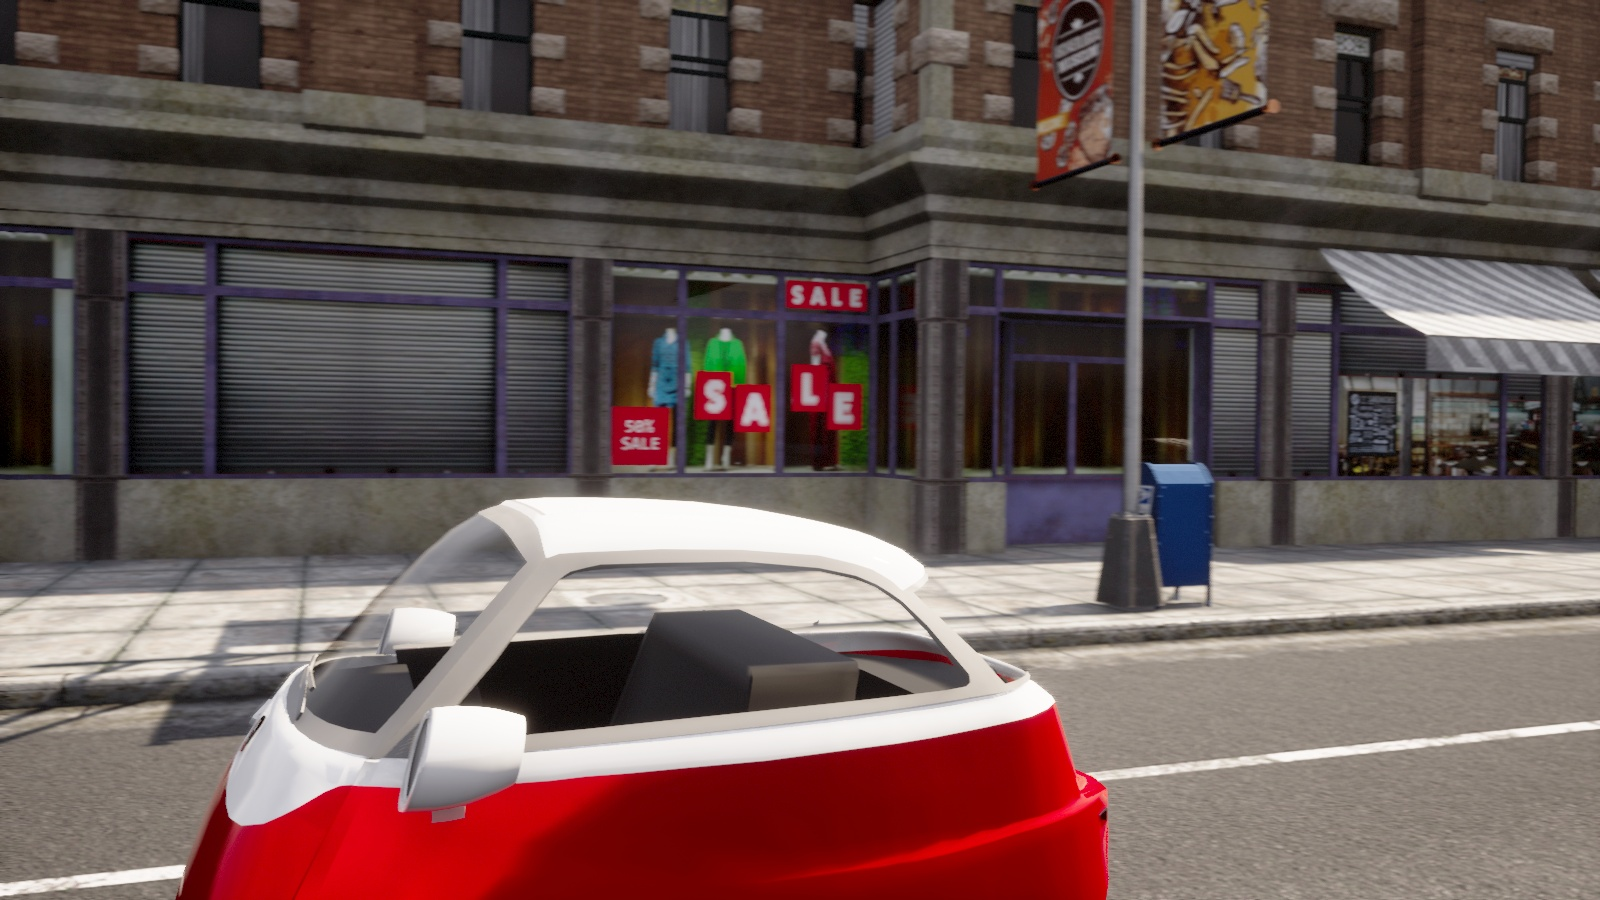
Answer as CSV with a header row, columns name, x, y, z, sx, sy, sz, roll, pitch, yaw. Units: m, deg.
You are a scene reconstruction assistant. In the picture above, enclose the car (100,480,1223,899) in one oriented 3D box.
name,x,y,z,sx,sy,sz,roll,pitch,yaw
car,-0.350,0.806,3.107,2.207,1.376,1.481,-1,1,-21
